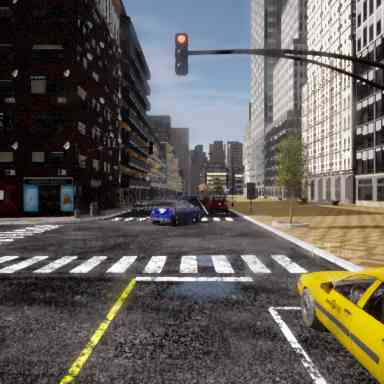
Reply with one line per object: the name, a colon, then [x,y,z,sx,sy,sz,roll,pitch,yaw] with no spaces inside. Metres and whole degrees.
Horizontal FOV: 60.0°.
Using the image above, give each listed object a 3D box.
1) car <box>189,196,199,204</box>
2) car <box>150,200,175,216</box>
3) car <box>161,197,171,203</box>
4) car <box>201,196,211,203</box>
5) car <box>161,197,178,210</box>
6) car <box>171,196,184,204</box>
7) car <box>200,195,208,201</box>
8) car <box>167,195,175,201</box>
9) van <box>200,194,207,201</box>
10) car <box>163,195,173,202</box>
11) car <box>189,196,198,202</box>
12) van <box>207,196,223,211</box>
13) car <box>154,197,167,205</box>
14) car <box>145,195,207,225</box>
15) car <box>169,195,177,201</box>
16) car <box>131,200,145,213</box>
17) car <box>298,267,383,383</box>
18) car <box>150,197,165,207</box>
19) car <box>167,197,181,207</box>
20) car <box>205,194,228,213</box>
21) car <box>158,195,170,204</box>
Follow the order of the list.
car: [0.374,1.554,64.620,1.837,1.490,4.892,0,0,0]
car: [-2.953,1.558,34.122,2.033,1.411,5.357,0,0,0]
car: [-5.399,1.639,69.591,1.802,1.307,4.206,0,0,0]
car: [2.981,1.602,69.555,1.887,1.381,4.507,0,0,0]
car: [-2.901,1.497,43.941,1.882,1.535,5.008,0,0,0]
car: [-2.729,1.540,63.999,2.128,1.511,4.902,0,0,0]
car: [3.053,1.613,86.304,1.752,1.417,4.829,0,0,0]
car: [-5.329,1.613,86.000,1.752,1.417,4.829,0,0,0]
van: [3.074,1.441,91.660,1.690,1.788,3.998,0,0,0]
car: [-5.376,1.507,75.117,1.967,1.590,4.097,0,0,0]
car: [0.323,1.621,75.777,1.994,1.385,4.181,0,0,0]
van: [2.863,1.358,41.921,1.690,1.788,3.998,0,0,0]
car: [-5.446,1.584,58.536,1.887,1.381,4.507,0,0,0]
car: [-1.058,1.367,24.787,2.097,1.767,4.553,0,0,29]
car: [-5.305,1.644,91.696,1.887,1.381,4.507,0,0,0]
car: [-5.539,1.563,36.431,2.008,1.369,4.403,0,0,0]
car: [2.703,1.525,4.153,1.752,1.417,4.829,0,0,0]
car: [-5.469,1.581,53.010,2.008,1.369,4.403,0,0,0]
car: [-2.841,1.536,53.754,1.837,1.490,4.892,0,0,1]
car: [2.839,1.327,36.395,2.192,1.841,5.009,0,0,0]
car: [-5.423,1.488,64.064,1.967,1.590,4.097,0,0,0]
